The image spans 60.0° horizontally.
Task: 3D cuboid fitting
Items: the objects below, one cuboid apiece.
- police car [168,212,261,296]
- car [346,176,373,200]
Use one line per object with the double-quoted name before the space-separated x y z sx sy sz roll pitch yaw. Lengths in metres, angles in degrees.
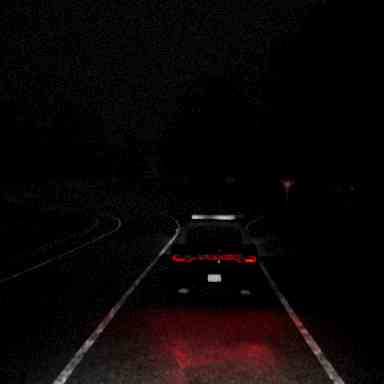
"police car" 0.551 1.356 8.693 1.930 1.638 5.238 0 0 3
"car" 16.373 -0.472 32.010 2.150 2.045 5.566 7 9 44
